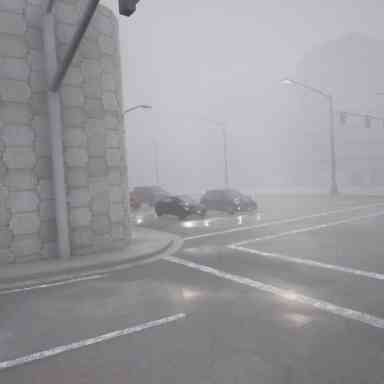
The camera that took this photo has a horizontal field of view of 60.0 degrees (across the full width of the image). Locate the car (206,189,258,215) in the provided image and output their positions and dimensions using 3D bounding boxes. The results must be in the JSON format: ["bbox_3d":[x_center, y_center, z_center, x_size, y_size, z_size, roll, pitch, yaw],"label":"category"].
[{"bbox_3d":[2.547,0.564,24.002,2.097,1.767,4.553,-5,3,-35],"label":"car"}]

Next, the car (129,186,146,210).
[{"bbox_3d":[-6.827,0.665,31.206,2.150,2.045,5.566,-5,3,-35],"label":"car"}]

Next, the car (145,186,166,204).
[{"bbox_3d":[-4.002,0.432,33.262,2.150,2.045,5.566,-5,3,-35],"label":"car"}]

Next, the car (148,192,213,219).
[{"bbox_3d":[-0.920,0.971,22.882,1.812,1.442,4.674,-5,3,-35],"label":"car"}]
